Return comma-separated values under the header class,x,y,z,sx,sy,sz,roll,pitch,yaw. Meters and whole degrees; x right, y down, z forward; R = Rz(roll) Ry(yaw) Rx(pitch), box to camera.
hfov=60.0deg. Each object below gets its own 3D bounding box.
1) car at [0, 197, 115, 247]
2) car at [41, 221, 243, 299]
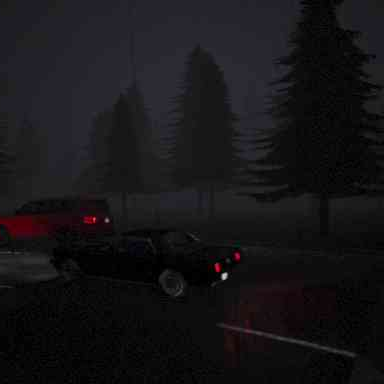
class,x,y,z,sx,sy,sz,roll,pitch,yaw
car,-5.989,1.264,14.288,5.566,2.045,2.150,-1,0,18
car,-1.262,1.598,8.354,4.718,1.301,1.895,-1,0,26
